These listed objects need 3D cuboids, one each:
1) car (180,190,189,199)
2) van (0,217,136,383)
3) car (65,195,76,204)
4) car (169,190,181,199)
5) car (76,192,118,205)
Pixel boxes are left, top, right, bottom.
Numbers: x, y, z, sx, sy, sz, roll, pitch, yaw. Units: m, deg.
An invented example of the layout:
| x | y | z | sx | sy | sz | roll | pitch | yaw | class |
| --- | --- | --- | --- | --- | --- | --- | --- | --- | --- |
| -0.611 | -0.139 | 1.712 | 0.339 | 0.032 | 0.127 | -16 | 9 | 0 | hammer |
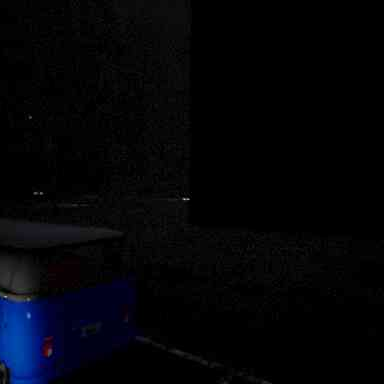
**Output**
| x | y | z | sx | sy | sz | roll | pitch | yaw | class |
| --- | --- | --- | --- | --- | --- | --- | --- | --- | --- |
| 0.437 | 0.454 | 59.433 | 1.812 | 1.442 | 4.674 | 1 | 1 | 35 | car |
| -2.645 | 1.312 | 4.850 | 3.998 | 1.788 | 1.690 | 0 | 0 | 36 | van |
| -14.378 | 0.725 | 44.219 | 1.882 | 1.535 | 5.008 | 1 | 1 | 35 | car |
| -2.239 | 0.395 | 61.278 | 2.128 | 1.511 | 4.902 | 1 | 1 | 35 | car |
| -11.769 | 0.874 | 42.287 | 1.895 | 1.301 | 4.718 | 1 | 1 | 35 | car |
